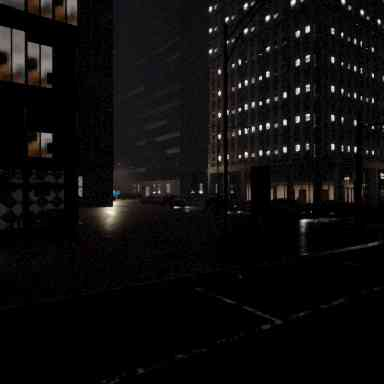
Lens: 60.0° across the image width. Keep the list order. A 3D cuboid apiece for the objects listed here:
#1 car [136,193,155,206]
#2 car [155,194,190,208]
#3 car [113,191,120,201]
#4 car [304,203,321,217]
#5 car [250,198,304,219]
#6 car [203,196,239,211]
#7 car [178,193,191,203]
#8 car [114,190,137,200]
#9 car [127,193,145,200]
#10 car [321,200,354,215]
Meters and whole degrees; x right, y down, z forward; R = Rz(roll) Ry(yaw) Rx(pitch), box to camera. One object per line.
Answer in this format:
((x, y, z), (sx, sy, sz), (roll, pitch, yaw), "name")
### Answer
((-5.419, 1.094, 45.025), (1.752, 1.417, 4.829), (1, 0, -33), "car")
((-2.469, 1.212, 40.529), (1.802, 1.307, 4.206), (1, 0, -33), "car")
((-14.968, 0.920, 58.904), (1.887, 1.381, 4.507), (1, 0, -35), "car")
((8.194, 1.309, 28.517), (1.837, 1.490, 4.892), (0, 1, -32), "car")
((6.429, 1.399, 26.575), (1.802, 1.307, 4.206), (1, 0, -32), "car")
((3.174, 1.188, 36.479), (2.128, 1.511, 4.902), (0, 1, -32), "car")
((-2.625, 1.054, 45.475), (1.882, 1.535, 5.008), (0, 1, -33), "car")
((-13.276, 0.786, 65.991), (1.882, 1.535, 5.008), (0, 1, -36), "car")
((-11.500, 0.864, 67.811), (1.947, 1.339, 4.313), (1, 0, -36), "car")
((13.047, 1.377, 31.269), (1.802, 1.307, 4.206), (1, 0, -32), "car")
